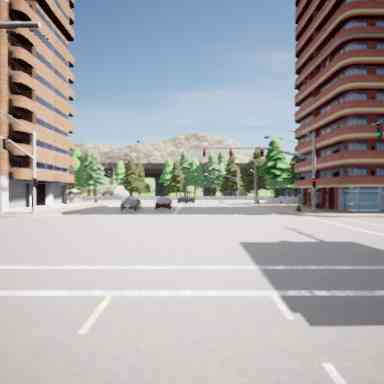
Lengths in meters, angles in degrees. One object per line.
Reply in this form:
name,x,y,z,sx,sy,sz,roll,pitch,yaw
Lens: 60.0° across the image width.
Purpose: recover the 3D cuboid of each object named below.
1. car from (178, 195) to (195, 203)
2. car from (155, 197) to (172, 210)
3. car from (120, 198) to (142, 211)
car,-1.094,1.347,63.364,2.128,1.511,4.902,0,0,-27
car,-3.551,1.391,42.118,1.882,1.535,5.008,0,0,0
car,-7.071,1.411,38.795,2.128,1.511,4.902,0,0,0
